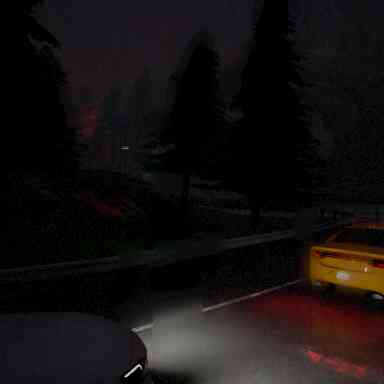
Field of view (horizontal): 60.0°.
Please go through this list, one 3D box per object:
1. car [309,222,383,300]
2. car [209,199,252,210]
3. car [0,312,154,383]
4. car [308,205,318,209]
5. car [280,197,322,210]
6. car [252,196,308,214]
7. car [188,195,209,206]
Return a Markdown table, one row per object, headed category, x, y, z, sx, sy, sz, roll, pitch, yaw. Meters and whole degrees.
| category | x | y | z | sx | sy | sz | roll | pitch | yaw |
| --- | --- | --- | --- | --- | --- | --- | --- | --- | --- |
| car | 4.779 | 1.478 | 8.097 | 5.008 | 1.535 | 1.882 | 0 | 0 | -42 |
| car | 5.368 | 1.544 | 42.388 | 5.357 | 1.411 | 2.033 | 0 | 0 | 34 |
| car | -2.504 | 1.526 | 2.223 | 4.674 | 1.442 | 1.812 | 0 | 0 | -36 |
| car | 12.631 | 1.222 | 41.656 | 5.566 | 2.045 | 2.150 | 0 | 0 | 34 |
| car | 14.566 | 1.492 | 44.574 | 4.902 | 1.511 | 2.128 | 0 | 0 | 34 |
| car | 9.338 | 1.496 | 35.428 | 4.902 | 1.511 | 2.128 | 0 | 0 | 34 |
| car | 1.607 | 1.312 | 53.466 | 4.553 | 1.767 | 2.097 | 0 | 0 | 35 |
